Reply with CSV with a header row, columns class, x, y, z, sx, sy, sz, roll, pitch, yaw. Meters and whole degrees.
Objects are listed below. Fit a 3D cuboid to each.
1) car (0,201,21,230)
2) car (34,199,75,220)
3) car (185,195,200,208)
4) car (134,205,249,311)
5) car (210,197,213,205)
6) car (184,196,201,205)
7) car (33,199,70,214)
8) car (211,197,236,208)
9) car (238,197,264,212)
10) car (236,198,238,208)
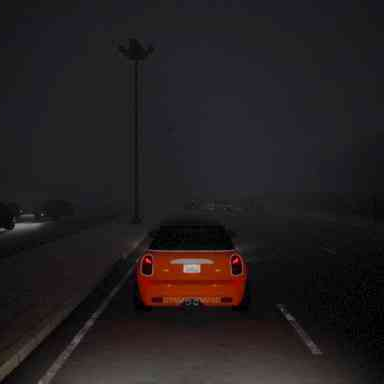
class,x,y,z,sx,sy,sz,roll,pitch,yaw
car,-11.584,1.352,17.899,2.097,1.767,4.553,0,0,0
car,-11.567,1.492,28.222,2.128,1.511,4.902,0,0,1
car,0.146,1.352,49.211,2.097,1.767,4.553,0,0,0
car,-0.001,1.352,7.919,2.097,1.767,4.553,0,0,0
car,3.646,1.492,49.220,2.128,1.511,4.902,0,0,0
car,0.079,1.492,38.825,2.128,1.511,4.902,0,0,0
car,-15.004,1.505,35.727,1.837,1.490,4.892,0,0,1
car,3.579,1.601,38.915,1.895,1.301,4.718,0,0,0
car,7.081,1.352,39.249,2.097,1.767,4.553,0,0,0
car,7.146,1.547,49.200,2.033,1.411,5.357,0,0,0
